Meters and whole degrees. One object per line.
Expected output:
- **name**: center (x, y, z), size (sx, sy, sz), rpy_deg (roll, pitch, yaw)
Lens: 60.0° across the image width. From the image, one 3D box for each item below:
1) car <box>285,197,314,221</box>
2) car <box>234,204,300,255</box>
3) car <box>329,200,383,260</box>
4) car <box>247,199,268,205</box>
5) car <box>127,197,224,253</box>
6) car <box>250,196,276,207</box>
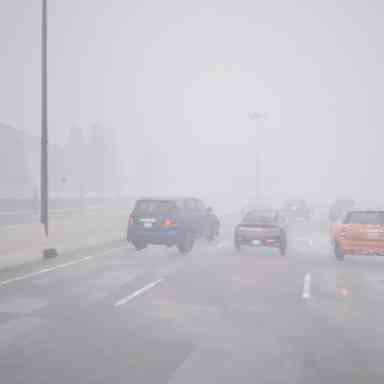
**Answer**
- **car**: center (8.719, 1.309, 27.313), size (2.097, 1.767, 4.553), rpy_deg (0, 0, 26)
- **car**: center (3.032, 1.470, 13.464), size (2.128, 1.511, 4.902), rpy_deg (0, 0, 21)
- **car**: center (6.273, 1.334, 12.142), size (2.097, 1.767, 4.553), rpy_deg (0, 0, 21)
- **car**: center (5.807, 1.517, 29.331), size (1.994, 1.385, 4.181), rpy_deg (0, 0, 26)
- **car**: center (-0.550, 1.199, 13.892), size (2.150, 2.045, 5.566), rpy_deg (0, 0, 21)
- **car**: center (10.910, 1.397, 51.058), size (1.882, 1.535, 5.008), rpy_deg (0, 0, 39)
